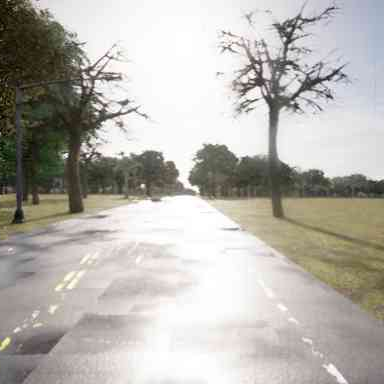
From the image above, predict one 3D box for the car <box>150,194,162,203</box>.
[{"bbox_3d":[-7.515,1.306,70.071,2.097,1.767,4.553,0,0,0],"label":"car"}]
